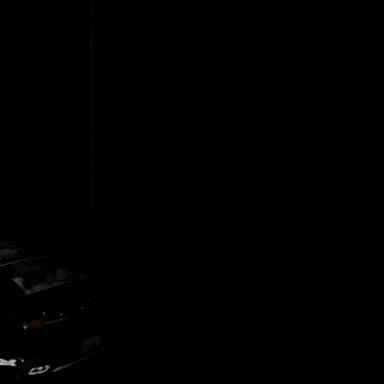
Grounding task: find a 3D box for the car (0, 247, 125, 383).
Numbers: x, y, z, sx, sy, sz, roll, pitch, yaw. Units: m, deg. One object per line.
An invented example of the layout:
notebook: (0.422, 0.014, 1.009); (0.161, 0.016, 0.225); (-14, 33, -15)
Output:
car: (-2.961, 1.552, 5.187); (4.403, 1.369, 2.008); (0, 0, 35)
